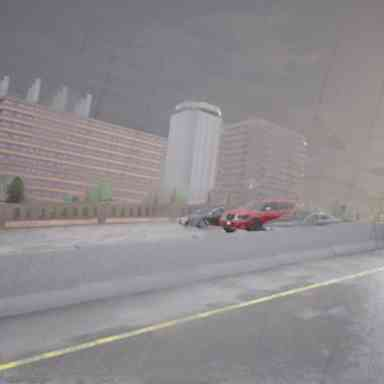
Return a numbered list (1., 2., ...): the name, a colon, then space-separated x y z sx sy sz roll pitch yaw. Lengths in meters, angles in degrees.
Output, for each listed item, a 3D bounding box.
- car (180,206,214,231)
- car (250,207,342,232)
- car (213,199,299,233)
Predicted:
1. car: 1.456 1.695 22.239 4.902 1.511 2.128 2 -1 -35
2. car: 5.530 1.689 16.547 4.902 1.511 2.128 2 -1 -35
3. car: 4.278 1.454 19.956 5.566 2.045 2.150 3 -2 -35
